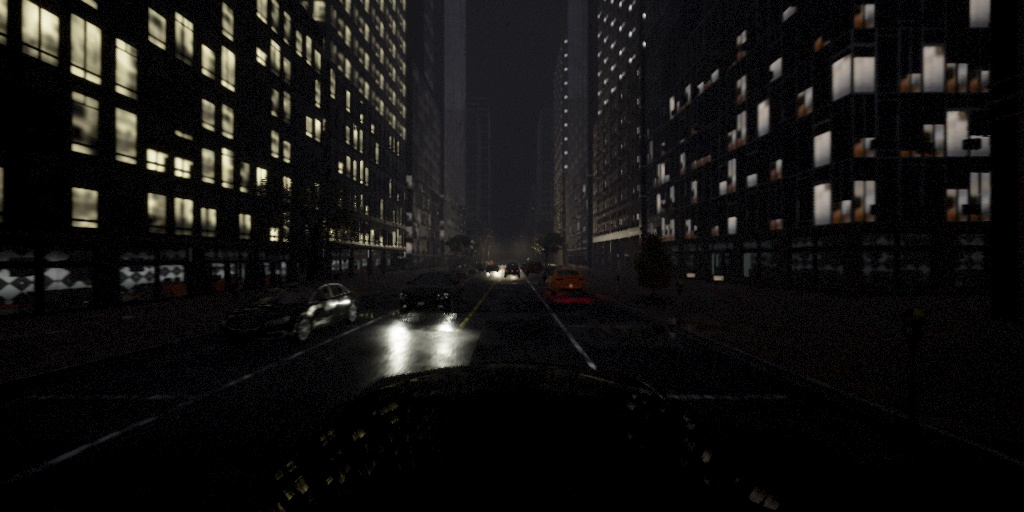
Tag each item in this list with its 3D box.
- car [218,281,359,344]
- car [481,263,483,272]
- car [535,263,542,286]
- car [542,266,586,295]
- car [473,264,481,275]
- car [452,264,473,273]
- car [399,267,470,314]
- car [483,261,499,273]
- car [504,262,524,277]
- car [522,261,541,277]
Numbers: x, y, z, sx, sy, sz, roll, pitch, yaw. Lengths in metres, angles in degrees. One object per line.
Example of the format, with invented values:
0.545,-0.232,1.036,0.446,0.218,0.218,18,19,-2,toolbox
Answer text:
-5.691,1.392,9.761,2.007,1.370,4.403,0,0,0,car
-5.683,1.983,60.911,1.948,1.339,4.313,0,0,0,car
3.150,1.558,28.599,1.837,1.490,4.892,0,-1,0,car
3.143,1.452,21.600,1.882,1.535,5.008,0,-1,0,car
-5.684,1.815,49.374,1.751,1.417,4.829,0,0,0,car
-5.686,1.602,38.177,1.967,1.591,4.097,0,0,0,car
-3.098,1.375,14.715,1.882,1.535,5.008,0,-1,0,car
-3.050,1.929,56.284,1.994,1.385,4.181,0,-1,0,car
0.052,1.763,42.886,2.033,1.411,5.357,0,-1,1,car
2.696,1.541,43.860,2.192,1.841,5.009,0,0,0,car
